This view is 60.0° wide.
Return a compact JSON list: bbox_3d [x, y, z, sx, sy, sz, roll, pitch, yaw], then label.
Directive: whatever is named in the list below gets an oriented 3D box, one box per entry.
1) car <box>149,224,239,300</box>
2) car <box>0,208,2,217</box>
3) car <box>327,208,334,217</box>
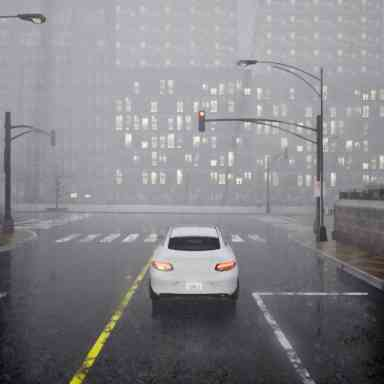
[{"bbox_3d":[0.056,1.525,8.281,1.812,1.442,4.674,0,0,0],"label":"car"},{"bbox_3d":[-5.376,1.315,4.920,2.192,1.841,5.009,0,0,0],"label":"car"},{"bbox_3d":[15.471,1.817,31.688,4.718,1.301,1.895,1,0,-1],"label":"car"}]
